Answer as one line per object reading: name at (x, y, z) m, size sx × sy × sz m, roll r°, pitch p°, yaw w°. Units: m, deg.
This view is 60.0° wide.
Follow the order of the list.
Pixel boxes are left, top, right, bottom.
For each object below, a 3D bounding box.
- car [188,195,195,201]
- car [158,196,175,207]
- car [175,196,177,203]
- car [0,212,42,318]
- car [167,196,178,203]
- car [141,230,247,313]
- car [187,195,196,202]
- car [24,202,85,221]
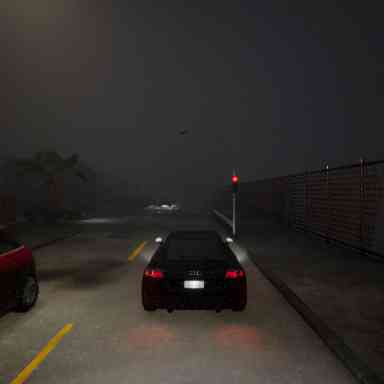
car at (-0.162, 1.524, 85.717) m, size 1.812 × 1.442 × 4.674 m, roll 0°, pitch 0°, yaw 0°
car at (-4.189, 1.478, 51.780) m, size 1.882 × 1.535 × 5.008 m, roll 0°, pitch 0°, yaw 0°
car at (-4.179, 1.491, 61.045) m, size 2.128 × 1.511 × 4.902 m, roll 0°, pitch 0°, yaw 0°
car at (-4.089, 1.352, 4.669) m, size 2.097 × 1.767 × 4.553 m, roll 0°, pitch 0°, yaw 0°
car at (-4.134, 1.540, 71.354) m, size 2.033 × 1.411 × 5.357 m, roll 0°, pitch 0°, yaw 0°
car at (0.049, 1.564, 7.746) m, size 1.994 × 1.385 × 4.181 m, roll 0°, pitch 0°, yaw 0°
car at (-0.141, 1.524, 75.476) m, size 1.812 × 1.442 × 4.674 m, roll 0°, pitch 0°, yaw 0°
car at (-10.943, 1.525, 26.439) m, size 4.674 × 1.442 × 1.812 m, roll 0°, pitch 0°, yaw 4°
